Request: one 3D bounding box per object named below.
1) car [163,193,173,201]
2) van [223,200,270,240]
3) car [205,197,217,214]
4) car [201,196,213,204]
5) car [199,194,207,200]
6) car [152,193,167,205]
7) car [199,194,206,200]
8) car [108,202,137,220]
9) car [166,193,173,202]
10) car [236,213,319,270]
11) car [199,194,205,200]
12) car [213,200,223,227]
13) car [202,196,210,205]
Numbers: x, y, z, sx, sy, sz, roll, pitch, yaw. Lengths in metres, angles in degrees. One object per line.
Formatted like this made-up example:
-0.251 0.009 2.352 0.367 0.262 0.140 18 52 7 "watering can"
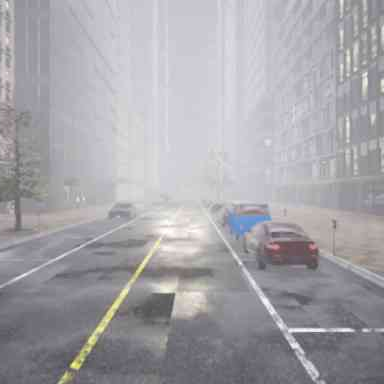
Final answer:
-5.652 1.119 78.989 2.192 1.841 5.009 0 0 0 "car"
2.695 1.307 16.358 1.690 1.788 3.998 0 0 0 "van"
2.705 1.478 33.435 2.008 1.369 4.403 0 0 0 "car"
2.721 1.406 61.896 2.008 1.369 4.403 0 0 0 "car"
2.733 1.337 84.666 2.008 1.369 4.403 0 0 0 "car"
-5.663 1.396 56.051 1.752 1.417 4.829 0 0 0 "car"
2.737 1.293 90.529 1.752 1.417 4.829 0 0 0 "car"
-5.679 1.507 27.760 1.947 1.339 4.313 0 0 0 "car"
-5.658 1.154 67.604 2.192 1.841 5.009 0 0 0 "car"
2.693 1.560 10.666 1.802 1.307 4.206 0 0 0 "car"
2.718 1.437 56.204 1.947 1.339 4.313 0 0 0 "car"
2.699 1.498 22.051 1.887 1.381 4.507 0 0 0 "car"
2.711 1.482 44.821 1.802 1.307 4.206 0 0 0 "car"
